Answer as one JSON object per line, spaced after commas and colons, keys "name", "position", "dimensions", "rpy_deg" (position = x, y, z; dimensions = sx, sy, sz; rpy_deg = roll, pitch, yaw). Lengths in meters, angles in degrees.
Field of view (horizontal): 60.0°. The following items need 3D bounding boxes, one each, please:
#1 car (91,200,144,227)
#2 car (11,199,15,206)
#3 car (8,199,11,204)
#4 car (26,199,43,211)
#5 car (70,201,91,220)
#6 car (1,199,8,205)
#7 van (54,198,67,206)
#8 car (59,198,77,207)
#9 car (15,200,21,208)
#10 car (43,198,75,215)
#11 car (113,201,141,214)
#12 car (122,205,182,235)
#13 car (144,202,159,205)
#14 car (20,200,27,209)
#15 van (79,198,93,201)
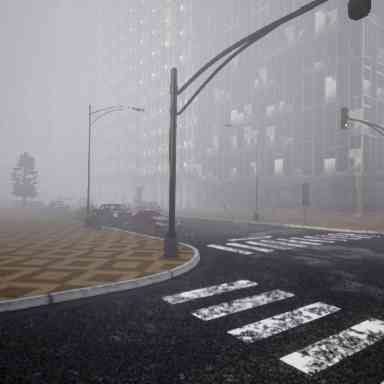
{"name": "car", "position": [-5.496, 1.575, 24.033], "dimensions": [1.967, 1.590, 4.097], "rpy_deg": [1, -1, -35]}
{"name": "car", "position": [-31.533, 2.123, 61.305], "dimensions": [2.008, 1.369, 4.403], "rpy_deg": [1, -1, -35]}
{"name": "car", "position": [-34.787, 2.209, 65.965], "dimensions": [1.802, 1.307, 4.206], "rpy_deg": [1, -1, -35]}
{"name": "car", "position": [-21.769, 1.959, 47.328], "dimensions": [2.008, 1.369, 4.403], "rpy_deg": [1, -1, -35]}
{"name": "car", "position": [-8.653, 1.713, 28.552], "dimensions": [1.752, 1.417, 4.829], "rpy_deg": [1, -1, -35]}
{"name": "car", "position": [-41.296, 2.287, 75.283], "dimensions": [2.008, 1.369, 4.403], "rpy_deg": [1, -1, -35]}
{"name": "van", "position": [-27.916, 2.117, 70.765], "dimensions": [1.690, 1.788, 3.998], "rpy_deg": [1, -1, -35]}
{"name": "car", "position": [-24.662, 2.036, 66.106], "dimensions": [2.192, 1.841, 5.009], "rpy_deg": [1, -1, -35]}
{"name": "car", "position": [-28.277, 2.062, 56.647], "dimensions": [1.887, 1.381, 4.507], "rpy_deg": [1, -1, -35]}
{"name": "car", "position": [-15.259, 1.739, 38.011], "dimensions": [1.967, 1.590, 4.097], "rpy_deg": [1, -1, -35]}
{"name": "car", "position": [-8.486, 1.974, 42.946], "dimensions": [1.752, 1.417, 4.829], "rpy_deg": [1, -1, -35]}
{"name": "car", "position": [-2.241, 1.662, 19.372], "dimensions": [1.802, 1.307, 4.206], "rpy_deg": [1, -1, -35]}
{"name": "car", "position": [-5.135, 1.832, 38.149], "dimensions": [1.967, 1.590, 4.097], "rpy_deg": [1, -1, -35]}
{"name": "car", "position": [-25.023, 2.029, 51.987], "dimensions": [1.947, 1.339, 4.313], "rpy_deg": [1, -1, -35]}
{"name": "van", "position": [-18.153, 1.952, 56.787], "dimensions": [1.690, 1.788, 3.998], "rpy_deg": [1, -1, -35]}
